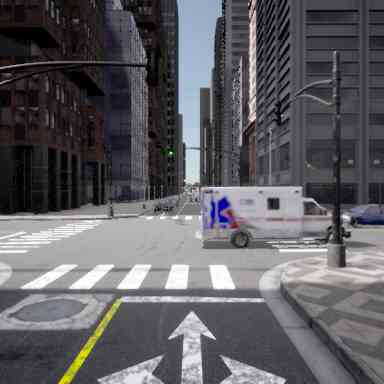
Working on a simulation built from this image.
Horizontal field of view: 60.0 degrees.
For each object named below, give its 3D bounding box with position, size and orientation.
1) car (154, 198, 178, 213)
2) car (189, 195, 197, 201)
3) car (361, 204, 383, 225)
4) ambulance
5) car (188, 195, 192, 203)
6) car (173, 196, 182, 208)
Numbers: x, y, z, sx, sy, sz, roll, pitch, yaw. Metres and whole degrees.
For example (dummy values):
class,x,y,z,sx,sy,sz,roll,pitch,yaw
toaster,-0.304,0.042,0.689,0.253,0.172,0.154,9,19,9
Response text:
class,x,y,z,sx,sy,sz,roll,pitch,yaw
car,-2.983,1.604,36.414,1.895,1.301,4.718,0,0,3
car,0.316,1.360,77.055,1.837,1.490,4.892,0,0,0
car,11.194,1.462,20.674,5.357,1.411,2.033,0,0,0
ambulance,3.286,1.021,14.120,6.366,2.431,2.351,0,0,0
car,0.263,1.495,66.629,1.882,1.535,5.008,0,0,0
car,-2.915,1.570,48.384,1.994,1.385,4.181,0,0,1
